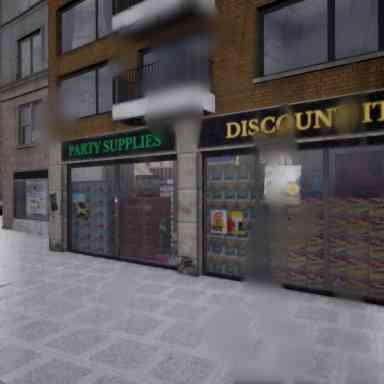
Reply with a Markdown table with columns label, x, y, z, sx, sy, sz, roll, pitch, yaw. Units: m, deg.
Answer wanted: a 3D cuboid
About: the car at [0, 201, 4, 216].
| label | x | y | z | sx | sy | sz | roll | pitch | yaw |
| --- | --- | --- | --- | --- | --- | --- | --- | --- | --- |
| car | -16.711 | 1.352 | 26.748 | 1.882 | 1.535 | 5.008 | 0 | 0 | 35 |
